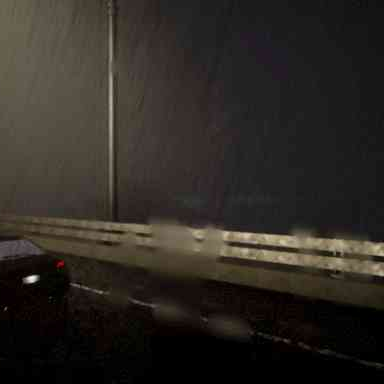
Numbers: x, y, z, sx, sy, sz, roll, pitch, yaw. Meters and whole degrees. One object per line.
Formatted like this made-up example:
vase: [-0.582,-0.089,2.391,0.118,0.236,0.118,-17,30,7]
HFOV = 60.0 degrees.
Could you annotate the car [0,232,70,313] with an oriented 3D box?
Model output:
car: [-4.580,1.583,7.295,4.181,1.385,1.994,0,0,36]
